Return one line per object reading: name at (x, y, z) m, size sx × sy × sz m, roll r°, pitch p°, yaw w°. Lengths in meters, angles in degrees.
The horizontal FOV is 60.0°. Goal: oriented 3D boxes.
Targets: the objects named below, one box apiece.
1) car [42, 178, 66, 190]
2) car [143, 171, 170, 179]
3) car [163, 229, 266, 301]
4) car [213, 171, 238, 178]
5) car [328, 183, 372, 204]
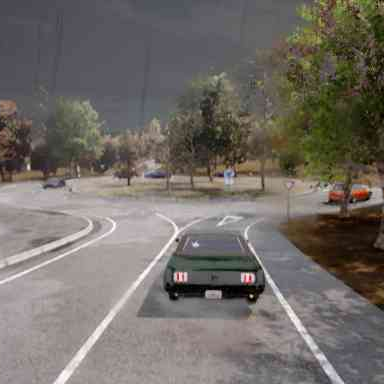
car at (-17.564, -1.129, 42.428) m, size 1.994 × 1.385 × 4.181 m, roll -1°, pitch 6°, yaw -6°
car at (-6.590, -3.193, 62.051) m, size 5.008 × 1.535 × 1.882 m, roll -2°, pitch 6°, yaw -18°
car at (0.506, 1.560, 8.248) m, size 1.895 × 1.301 × 4.718 m, roll 0°, pitch 0°, yaw 3°
car at (6.597, -3.448, 65.652) m, size 4.718 × 1.301 × 1.895 m, roll 2°, pitch 6°, yaw 19°
car at (14.088, -0.036, 29.518) m, size 4.553 × 1.767 × 2.097 m, roll -5°, pitch 8°, yaw -39°
